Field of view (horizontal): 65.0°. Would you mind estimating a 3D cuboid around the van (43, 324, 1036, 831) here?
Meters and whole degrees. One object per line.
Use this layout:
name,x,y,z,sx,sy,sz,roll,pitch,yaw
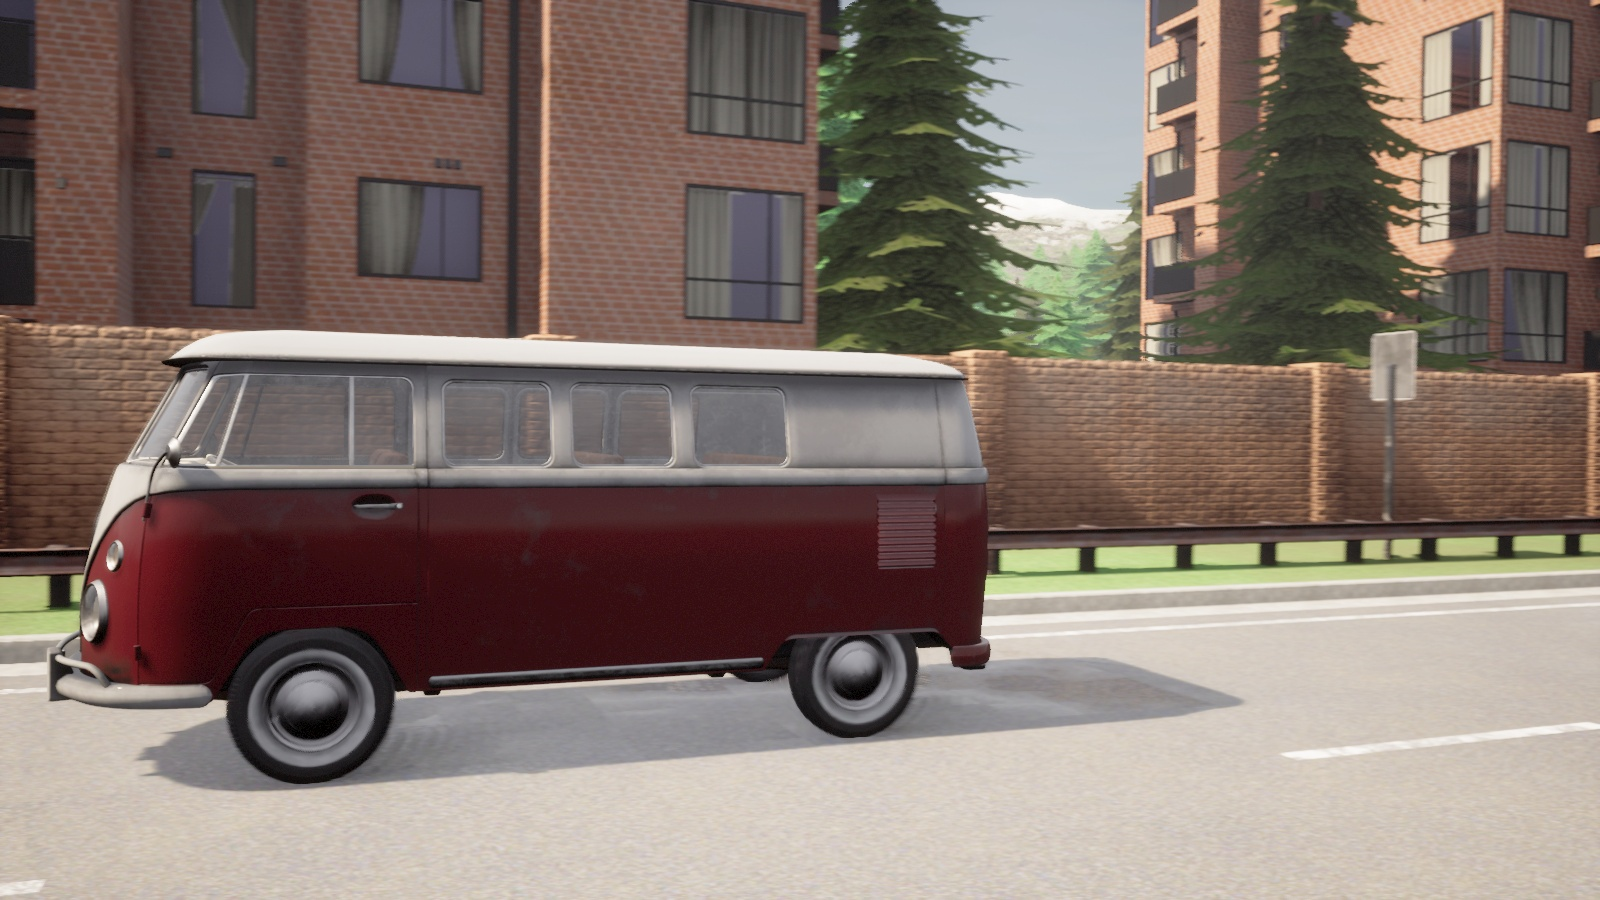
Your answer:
van,-1.181,0.457,6.531,4.442,1.987,1.775,-1,1,-21
